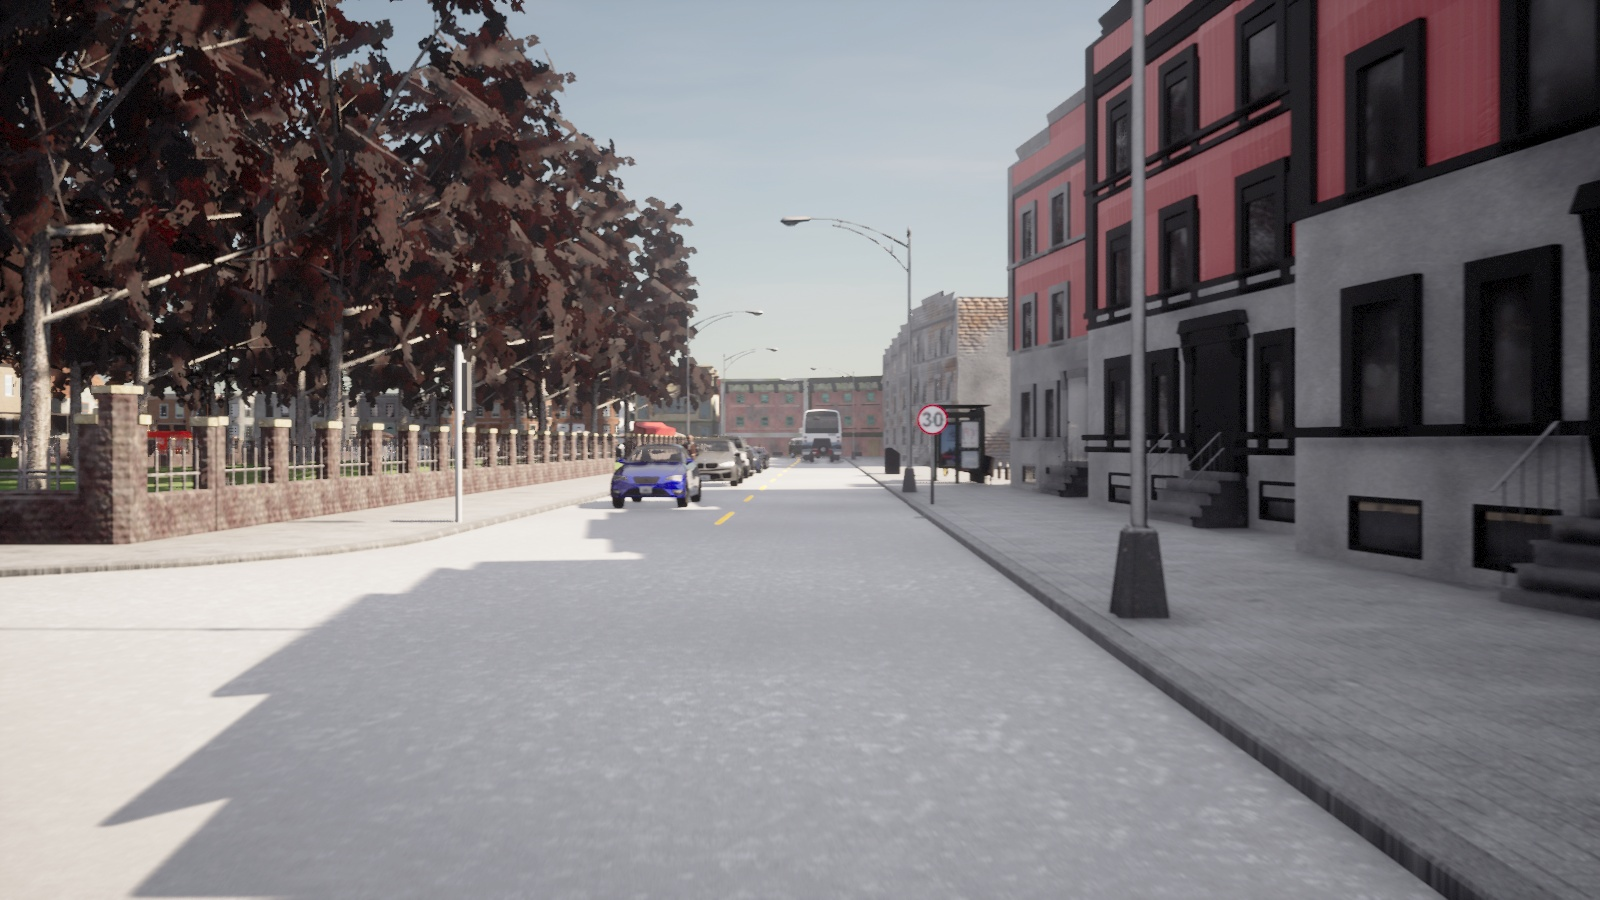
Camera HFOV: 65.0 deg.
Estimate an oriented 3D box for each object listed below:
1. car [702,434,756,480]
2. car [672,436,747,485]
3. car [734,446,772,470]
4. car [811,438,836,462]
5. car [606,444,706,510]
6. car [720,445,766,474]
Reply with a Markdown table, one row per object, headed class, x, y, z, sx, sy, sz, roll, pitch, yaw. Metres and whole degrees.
| class | x | y | z | sx | sy | sz | roll | pitch | yaw |
| --- | --- | --- | --- | --- | --- | --- | --- | --- | --- |
| car | -2.973 | 0.267 | 53.488 | 1.932 | 1.855 | 4.605 | 0 | 0 | 2 |
| car | -3.138 | 0.345 | 44.476 | 2.242 | 1.667 | 4.611 | 0 | 0 | 1 |
| car | -2.648 | 0.453 | 71.226 | 1.895 | 1.301 | 4.718 | 0 | 0 | 1 |
| car | 1.814 | 0.000 | 98.156 | 1.905 | 1.878 | 3.866 | 0 | 0 | 1 |
| car | -3.388 | 0.592 | 30.276 | 1.816 | 1.474 | 4.193 | 0 | 0 | 2 |
| car | -2.804 | 0.466 | 62.364 | 1.994 | 1.385 | 4.181 | 0 | 0 | 2 |
